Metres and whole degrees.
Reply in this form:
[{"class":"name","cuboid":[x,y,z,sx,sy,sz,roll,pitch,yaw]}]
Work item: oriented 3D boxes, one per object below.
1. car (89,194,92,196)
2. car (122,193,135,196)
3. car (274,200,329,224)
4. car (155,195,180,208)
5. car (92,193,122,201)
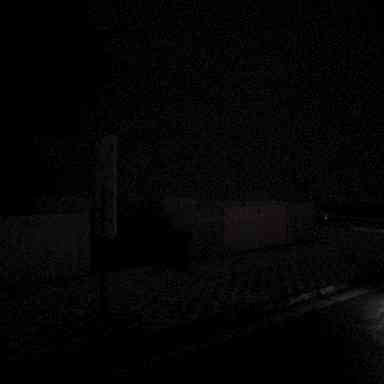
[{"class":"car","cuboid":[-17.432,0.782,61.265,2.033,1.411,5.357,1,0,-36]},{"class":"car","cuboid":[-9.865,0.936,50.775,1.812,1.442,4.674,1,0,-36]},{"class":"car","cuboid":[6.853,1.310,22.545,2.128,1.511,4.902,1,1,-36]},{"class":"car","cuboid":[-2.151,1.096,35.039,1.882,1.535,5.008,1,0,-36]},{"class":"car","cuboid":[-12.773,0.854,49.924,1.882,1.535,5.008,1,0,-36]}]
